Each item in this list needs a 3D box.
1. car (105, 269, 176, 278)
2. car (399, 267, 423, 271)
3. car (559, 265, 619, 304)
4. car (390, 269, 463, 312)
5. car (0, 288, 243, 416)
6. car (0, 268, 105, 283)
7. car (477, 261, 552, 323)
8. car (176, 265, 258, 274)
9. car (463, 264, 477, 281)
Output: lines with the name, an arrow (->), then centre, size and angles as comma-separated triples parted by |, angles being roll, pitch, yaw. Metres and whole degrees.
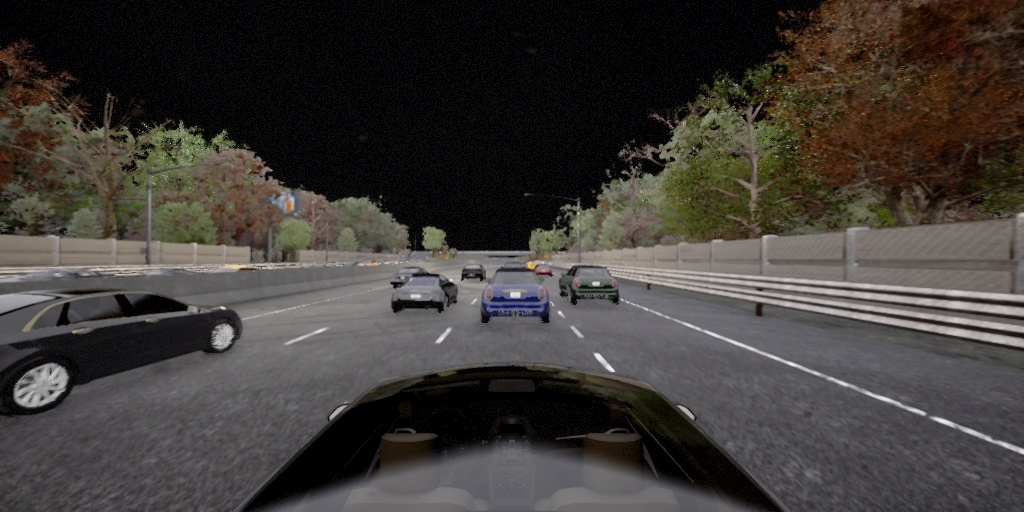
car -> -21.095, 1.451, 21.689 | 1.994, 1.385, 4.181 | 0, 0, 0
car -> -6.897, 1.458, 25.148 | 2.033, 1.411, 5.357 | 0, 0, 0
car -> 3.501, 1.204, 17.075 | 2.097, 1.767, 4.553 | 0, 0, 0
car -> -3.397, 1.402, 14.641 | 1.994, 1.385, 4.181 | 0, 0, 0
car -> -6.899, 1.284, 5.971 | 1.837, 1.490, 4.892 | 0, 0, 0
car -> -24.597, 1.474, 19.690 | 1.895, 1.301, 4.718 | 0, 0, 0
car -> 0.101, 1.176, 12.641 | 2.097, 1.767, 4.553 | 0, 0, 0
car -> -17.597, 1.370, 22.466 | 1.882, 1.535, 5.008 | 0, 0, 0
car -> -3.396, 1.439, 32.416 | 1.882, 1.535, 5.008 | 0, 0, 0
